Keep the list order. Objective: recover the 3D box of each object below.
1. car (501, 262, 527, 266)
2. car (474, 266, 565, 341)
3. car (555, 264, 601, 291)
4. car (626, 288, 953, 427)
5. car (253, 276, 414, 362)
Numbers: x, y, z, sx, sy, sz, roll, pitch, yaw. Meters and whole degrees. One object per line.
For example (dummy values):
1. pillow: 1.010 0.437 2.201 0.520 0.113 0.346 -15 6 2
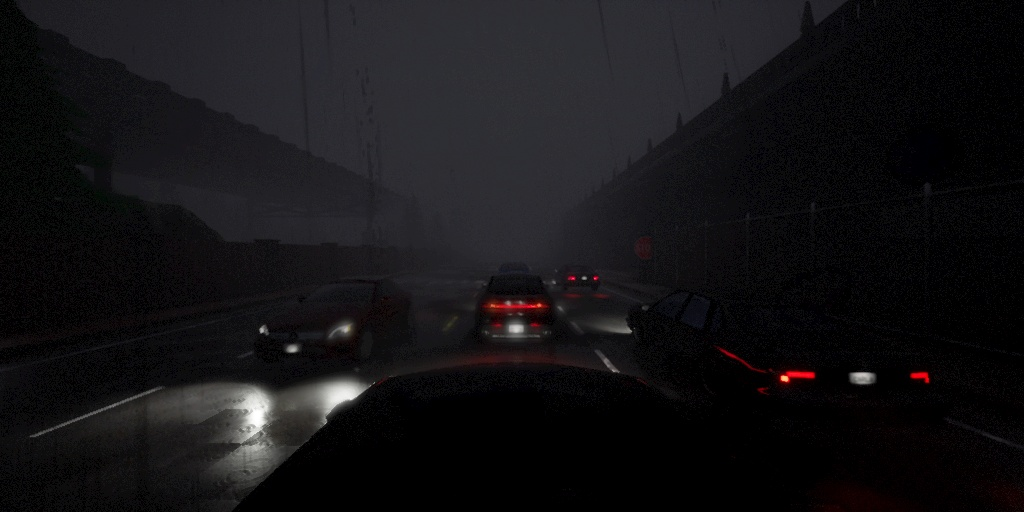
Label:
1. car: 0.103 1.071 19.865 1.882 1.535 5.008 0 0 0
2. car: 0.097 1.187 9.567 1.837 1.490 4.892 0 0 0
3. car: 3.603 1.136 20.369 2.033 1.411 5.357 0 0 0
4. car: 3.586 1.259 6.132 2.033 1.411 5.357 0 1 1
5. car: -3.583 1.220 8.177 1.812 1.442 4.674 0 0 0
